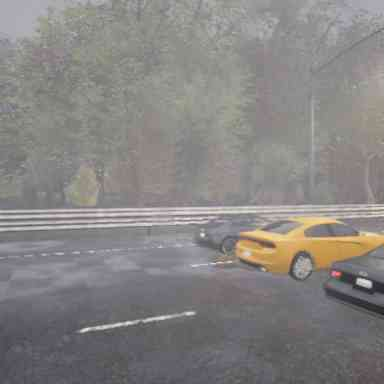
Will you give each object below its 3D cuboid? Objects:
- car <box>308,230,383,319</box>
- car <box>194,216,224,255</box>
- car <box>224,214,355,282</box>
[{"bbox_3d":[5.132,1.573,6.580,5.357,1.411,2.033,0,0,-25],"label":"car"},{"bbox_3d":[2.181,1.540,12.924,4.181,1.385,1.994,0,0,-25],"label":"car"},{"bbox_3d":[3.679,1.482,9.759,5.008,1.535,1.882,0,0,-25],"label":"car"}]
